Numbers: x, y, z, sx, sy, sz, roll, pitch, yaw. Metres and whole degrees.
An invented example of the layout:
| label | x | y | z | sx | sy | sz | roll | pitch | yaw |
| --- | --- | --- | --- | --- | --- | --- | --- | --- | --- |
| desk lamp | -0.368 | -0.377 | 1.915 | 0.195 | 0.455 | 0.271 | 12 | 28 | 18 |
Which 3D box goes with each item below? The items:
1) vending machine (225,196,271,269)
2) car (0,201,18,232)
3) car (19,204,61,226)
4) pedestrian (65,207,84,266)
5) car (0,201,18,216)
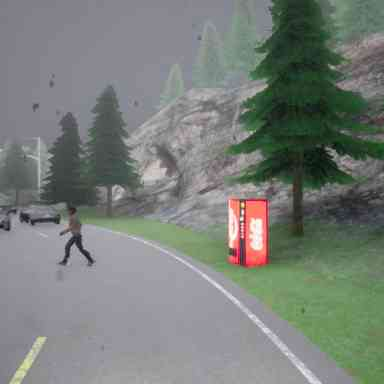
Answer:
| label | x | y | z | sx | sy | sz | roll | pitch | yaw |
| --- | --- | --- | --- | --- | --- | --- | --- | --- | --- |
| vending machine | 1.724 | 1.195 | 10.326 | 1.100 | 2.100 | 0.880 | 0 | 0 | -18 |
| car | -11.925 | 1.492 | 19.400 | 2.128 | 1.511 | 4.902 | 0 | 0 | -39 |
| car | -10.954 | 1.562 | 23.794 | 1.994 | 1.385 | 4.181 | 0 | 0 | -39 |
| pedestrian | -3.483 | 1.294 | 9.842 | 0.375 | 1.860 | 0.375 | 0 | 0 | -21 |
| car | -19.152 | 1.600 | 33.517 | 1.895 | 1.301 | 4.718 | 0 | 0 | -41 |
